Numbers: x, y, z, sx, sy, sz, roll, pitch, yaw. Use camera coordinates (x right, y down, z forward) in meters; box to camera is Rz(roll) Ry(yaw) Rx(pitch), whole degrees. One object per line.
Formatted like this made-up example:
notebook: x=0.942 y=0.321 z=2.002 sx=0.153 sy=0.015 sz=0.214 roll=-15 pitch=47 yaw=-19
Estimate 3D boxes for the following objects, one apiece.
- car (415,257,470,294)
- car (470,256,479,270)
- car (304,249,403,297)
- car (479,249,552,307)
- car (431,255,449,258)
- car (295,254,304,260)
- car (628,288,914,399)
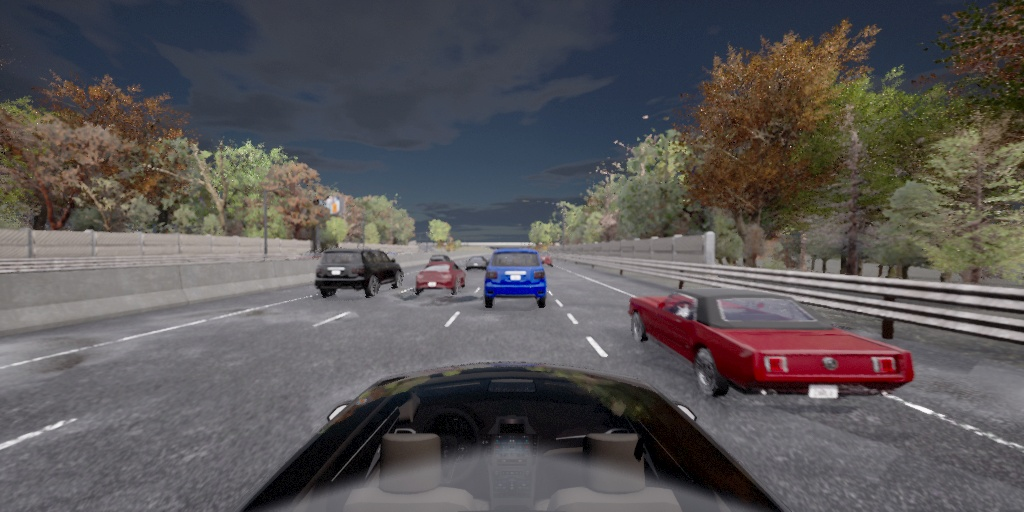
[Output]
car: x=-3.365 y=0.982 z=17.430 sx=1.812 sy=1.442 sz=4.674 roll=0 pitch=1 yaw=0
car: x=-3.327 y=0.700 z=35.005 sx=1.994 sy=1.385 sz=4.181 roll=0 pitch=1 yaw=0
car: x=-6.872 y=0.691 z=16.696 sx=2.150 sy=2.045 sz=5.566 roll=0 pitch=1 yaw=0
car: x=0.122 y=0.738 z=14.209 sx=2.150 sy=2.045 sz=5.566 roll=0 pitch=1 yaw=0
car: x=-6.831 y=0.649 z=34.555 sx=1.837 sy=1.490 sz=4.892 roll=0 pitch=1 yaw=0
car: x=-27.962 y=0.216 z=49.778 sx=2.097 sy=1.767 sz=4.553 roll=0 pitch=1 yaw=1
car: x=3.607 y=1.216 z=6.312 sx=1.895 sy=1.301 sz=4.718 roll=0 pitch=1 yaw=1
